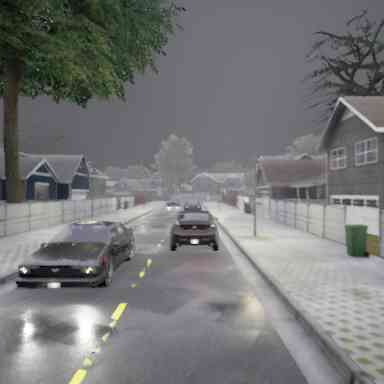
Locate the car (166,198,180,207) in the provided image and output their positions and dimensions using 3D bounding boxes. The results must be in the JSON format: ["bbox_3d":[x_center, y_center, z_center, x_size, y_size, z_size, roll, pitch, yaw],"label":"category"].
[{"bbox_3d":[-2.832,1.585,51.430,1.994,1.385,4.181,0,0,0],"label":"car"}]

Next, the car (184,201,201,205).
[{"bbox_3d":[0.088,1.614,36.661,1.895,1.301,4.718,0,0,0],"label":"car"}]

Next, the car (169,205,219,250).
[{"bbox_3d":[0.089,1.508,14.251,1.837,1.490,4.892,0,0,0],"label":"car"}]

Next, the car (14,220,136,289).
[{"bbox_3d":[-2.853,1.549,9.537,2.033,1.411,5.357,0,0,0],"label":"car"}]
